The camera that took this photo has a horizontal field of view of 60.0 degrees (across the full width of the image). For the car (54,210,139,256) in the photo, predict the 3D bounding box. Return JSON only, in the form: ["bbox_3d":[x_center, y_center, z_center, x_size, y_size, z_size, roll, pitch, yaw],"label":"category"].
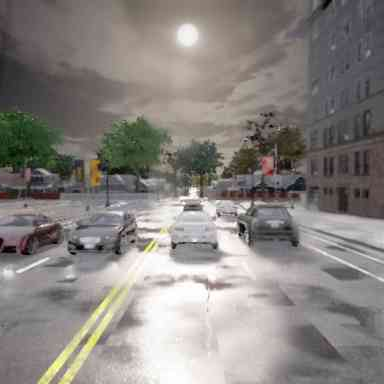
[{"bbox_3d":[-3.347,1.501,13.307,2.128,1.511,4.902,0,0,0],"label":"car"}]

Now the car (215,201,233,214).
[{"bbox_3d":[3.355,1.590,32.938,1.812,1.442,4.674,0,0,0],"label":"car"}]

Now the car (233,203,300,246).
[{"bbox_3d":[3.349,1.364,15.463,2.097,1.767,4.553,0,0,0],"label":"car"}]

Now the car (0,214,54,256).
[{"bbox_3d":[-6.597,1.572,12.934,1.994,1.385,4.181,0,0,0],"label":"car"}]

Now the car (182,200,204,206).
[{"bbox_3d":[0.104,1.566,32.225,1.837,1.490,4.892,0,0,0],"label":"car"}]

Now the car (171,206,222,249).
[{"bbox_3d":[0.099,1.536,14.546,1.812,1.442,4.674,0,0,0],"label":"car"}]
